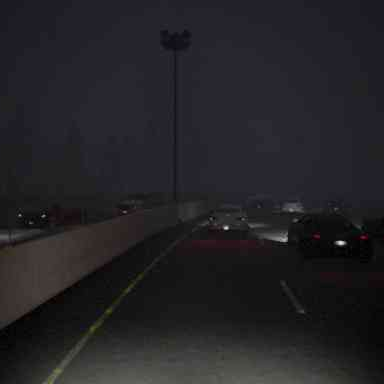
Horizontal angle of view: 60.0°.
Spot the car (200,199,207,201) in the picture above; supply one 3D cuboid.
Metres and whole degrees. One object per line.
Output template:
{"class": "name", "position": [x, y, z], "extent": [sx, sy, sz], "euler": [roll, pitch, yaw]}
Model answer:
{"class": "car", "position": [2.357, 0.853, 56.507], "extent": [1.882, 1.535, 5.008], "euler": [0, 1, 32]}

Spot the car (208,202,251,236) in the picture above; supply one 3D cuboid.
{"class": "car", "position": [1.953, 1.337, 17.120], "extent": [1.812, 1.442, 4.674], "euler": [0, 1, 10]}

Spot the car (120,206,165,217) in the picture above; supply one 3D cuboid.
{"class": "car", "position": [-3.750, 0.941, 24.574], "extent": [2.150, 2.045, 5.566], "euler": [0, 1, 15]}

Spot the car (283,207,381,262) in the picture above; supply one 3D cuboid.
{"class": "car", "position": [4.615, 1.440, 11.689], "extent": [1.994, 1.385, 4.181], "euler": [0, 1, 8]}

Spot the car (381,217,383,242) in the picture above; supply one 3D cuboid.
{"class": "car", "position": [8.258, 1.470, 12.803], "extent": [1.895, 1.301, 4.718], "euler": [0, 1, 9]}

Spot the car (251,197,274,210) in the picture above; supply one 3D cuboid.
{"class": "car", "position": [7.708, 1.211, 36.104], "extent": [1.895, 1.301, 4.718], "euler": [0, 1, 22]}

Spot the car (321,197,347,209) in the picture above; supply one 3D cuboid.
{"class": "car", "position": [12.815, 1.178, 29.947], "extent": [2.128, 1.511, 4.902], "euler": [0, 1, 20]}

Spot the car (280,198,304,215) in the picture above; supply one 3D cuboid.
{"class": "car", "position": [8.640, 1.220, 28.659], "extent": [1.812, 1.442, 4.674], "euler": [0, 1, 19]}
